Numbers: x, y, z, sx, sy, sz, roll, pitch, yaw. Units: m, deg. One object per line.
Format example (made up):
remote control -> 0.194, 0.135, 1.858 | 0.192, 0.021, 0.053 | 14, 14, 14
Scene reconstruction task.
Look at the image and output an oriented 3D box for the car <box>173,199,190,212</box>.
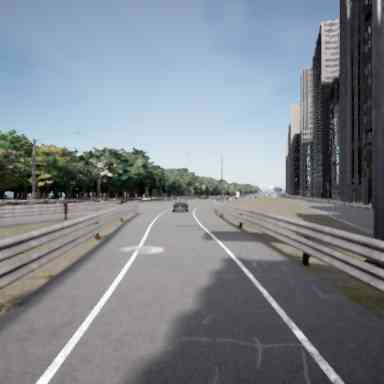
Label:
car -> -1.371, 1.677, 41.634 | 1.837, 1.490, 4.892 | 0, 0, 1
